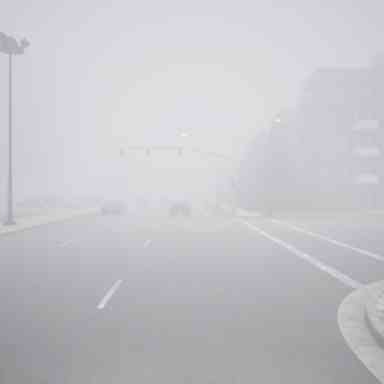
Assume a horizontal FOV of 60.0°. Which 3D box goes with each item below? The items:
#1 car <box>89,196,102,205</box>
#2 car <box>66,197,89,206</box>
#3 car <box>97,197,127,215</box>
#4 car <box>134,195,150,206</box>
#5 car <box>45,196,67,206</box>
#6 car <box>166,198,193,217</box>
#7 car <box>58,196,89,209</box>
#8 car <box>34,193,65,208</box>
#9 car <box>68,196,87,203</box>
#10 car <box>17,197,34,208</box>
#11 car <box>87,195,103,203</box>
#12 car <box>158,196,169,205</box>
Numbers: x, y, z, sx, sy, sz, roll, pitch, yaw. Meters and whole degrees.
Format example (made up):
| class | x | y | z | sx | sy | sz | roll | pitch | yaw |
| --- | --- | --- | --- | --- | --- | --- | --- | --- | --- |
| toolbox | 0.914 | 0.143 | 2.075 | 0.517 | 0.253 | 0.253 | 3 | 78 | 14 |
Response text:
| class | x | y | z | sx | sy | sz | roll | pitch | yaw |
| --- | --- | --- | --- | --- | --- | --- | --- | --- | --- |
| car | -16.362 | 1.496 | 56.336 | 1.837 | 1.490 | 4.892 | 0 | 0 | 1 |
| car | -19.851 | 1.538 | 57.875 | 2.033 | 1.411 | 5.357 | 0 | 0 | 1 |
| car | -7.915 | 1.558 | 33.975 | 1.994 | 1.385 | 4.181 | 0 | 0 | -2 |
| car | -8.204 | 1.343 | 55.084 | 2.097 | 1.767 | 4.553 | 0 | 0 | 0 |
| car | -23.351 | 1.496 | 57.413 | 1.837 | 1.490 | 4.892 | 0 | 0 | 0 |
| car | -1.034 | 1.500 | 30.860 | 1.837 | 1.490 | 4.892 | 0 | 0 | 1 |
| car | -16.338 | 1.594 | 45.993 | 1.895 | 1.301 | 4.718 | 0 | 0 | 0 |
| car | -19.837 | 1.215 | 47.611 | 2.150 | 2.045 | 5.566 | 0 | 0 | 0 |
| car | -23.317 | 1.528 | 68.072 | 2.033 | 1.411 | 5.357 | 0 | 0 | 0 |
| car | -23.329 | 1.470 | 48.044 | 1.882 | 1.535 | 5.008 | 0 | 0 | 0 |
| car | -19.817 | 1.466 | 68.028 | 1.882 | 1.535 | 5.008 | 0 | 0 | 0 |
| car | -4.710 | 1.468 | 56.973 | 1.882 | 1.535 | 5.008 | 0 | 0 | 0 |
